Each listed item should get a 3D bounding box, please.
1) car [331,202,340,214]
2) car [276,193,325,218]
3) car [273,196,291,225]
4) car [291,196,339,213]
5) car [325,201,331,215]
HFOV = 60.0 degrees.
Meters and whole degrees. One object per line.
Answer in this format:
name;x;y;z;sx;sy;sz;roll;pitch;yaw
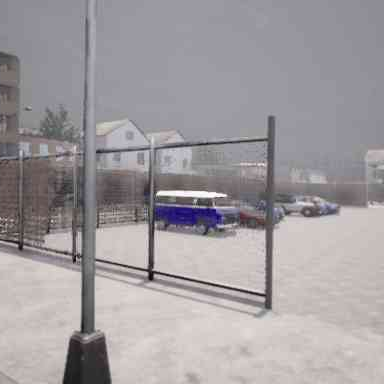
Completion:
car;11.206;1.185;30.822;4.611;1.667;2.242;1;1;35
car;8.509;1.075;27.475;3.866;1.878;1.905;1;1;35
car;4.778;1.228;23.851;3.633;1.501;1.845;1;1;35
car;12.447;1.239;33.832;4.193;1.474;1.816;1;1;35
car;10.465;1.300;28.735;2.207;1.379;1.481;1;1;35
